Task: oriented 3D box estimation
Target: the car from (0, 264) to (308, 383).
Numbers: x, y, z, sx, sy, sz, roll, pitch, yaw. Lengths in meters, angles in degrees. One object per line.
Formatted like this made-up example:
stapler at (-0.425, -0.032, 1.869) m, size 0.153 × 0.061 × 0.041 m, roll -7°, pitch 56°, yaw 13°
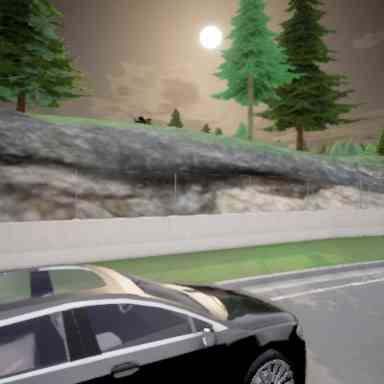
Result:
car at (-0.984, 1.460, 3.003) m, size 4.902 × 1.511 × 2.128 m, roll 0°, pitch 0°, yaw -34°
